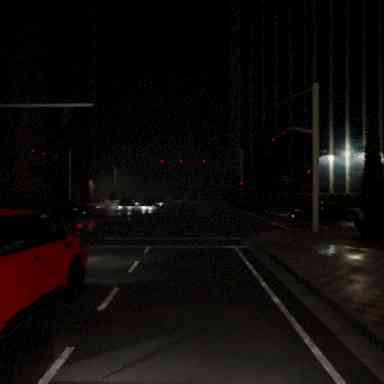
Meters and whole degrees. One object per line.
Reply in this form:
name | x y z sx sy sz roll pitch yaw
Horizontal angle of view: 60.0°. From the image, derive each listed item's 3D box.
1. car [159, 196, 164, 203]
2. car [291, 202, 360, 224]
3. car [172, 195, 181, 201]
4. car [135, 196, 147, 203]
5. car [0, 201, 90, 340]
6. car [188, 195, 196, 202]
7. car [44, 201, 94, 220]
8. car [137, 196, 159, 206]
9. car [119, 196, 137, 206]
car | -6.994 1.534 69.088 1.994 1.385 4.181 0 0 0
car | 9.792 1.498 24.440 4.892 1.490 1.837 0 -2 -5
car | -3.493 1.390 76.379 1.895 1.301 4.718 0 0 0
car | -10.494 1.506 69.060 1.812 1.442 4.674 0 0 0
car | -3.441 1.221 5.136 2.150 2.045 5.566 0 0 1
car | 0.007 1.433 75.808 1.812 1.442 4.674 0 0 0
car | -10.705 1.518 28.781 4.674 1.442 1.812 0 -1 37
car | -7.051 1.477 54.082 2.128 1.511 4.902 0 0 0
car | -10.550 1.491 53.946 1.837 1.490 4.892 0 0 0
